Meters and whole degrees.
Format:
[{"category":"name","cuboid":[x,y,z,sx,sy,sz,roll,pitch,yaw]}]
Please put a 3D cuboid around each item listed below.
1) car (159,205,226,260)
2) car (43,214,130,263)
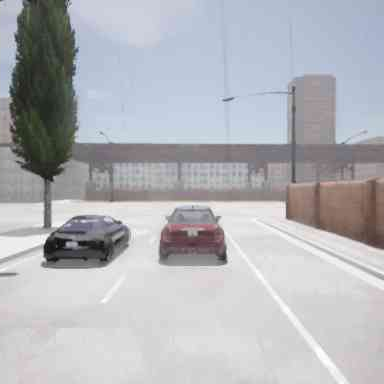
[{"category":"car","cuboid":[0.043,1.258,12.210,2.097,1.767,4.553,0,0,1]},{"category":"car","cuboid":[-3.465,1.474,11.656,1.994,1.385,4.181,0,0,1]}]
